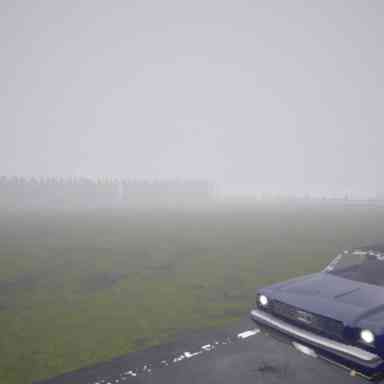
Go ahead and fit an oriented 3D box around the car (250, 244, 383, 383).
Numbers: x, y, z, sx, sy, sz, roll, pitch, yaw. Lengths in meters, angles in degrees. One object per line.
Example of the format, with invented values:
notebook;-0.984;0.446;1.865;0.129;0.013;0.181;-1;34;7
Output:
car;3.161;1.601;5.324;4.718;1.301;1.895;0;0;-35
